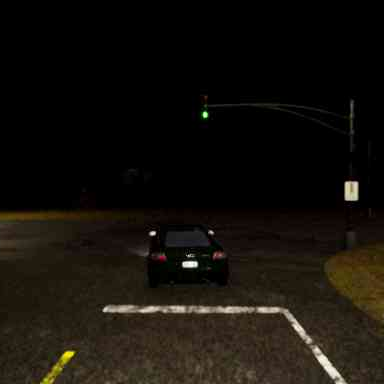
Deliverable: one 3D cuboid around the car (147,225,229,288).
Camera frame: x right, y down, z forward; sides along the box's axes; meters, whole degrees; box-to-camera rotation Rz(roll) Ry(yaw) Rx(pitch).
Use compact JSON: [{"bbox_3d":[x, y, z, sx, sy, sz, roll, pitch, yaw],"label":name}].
[{"bbox_3d":[-0.264,1.618,9.540,1.994,1.385,4.181,0,0,-6],"label":"car"}]
